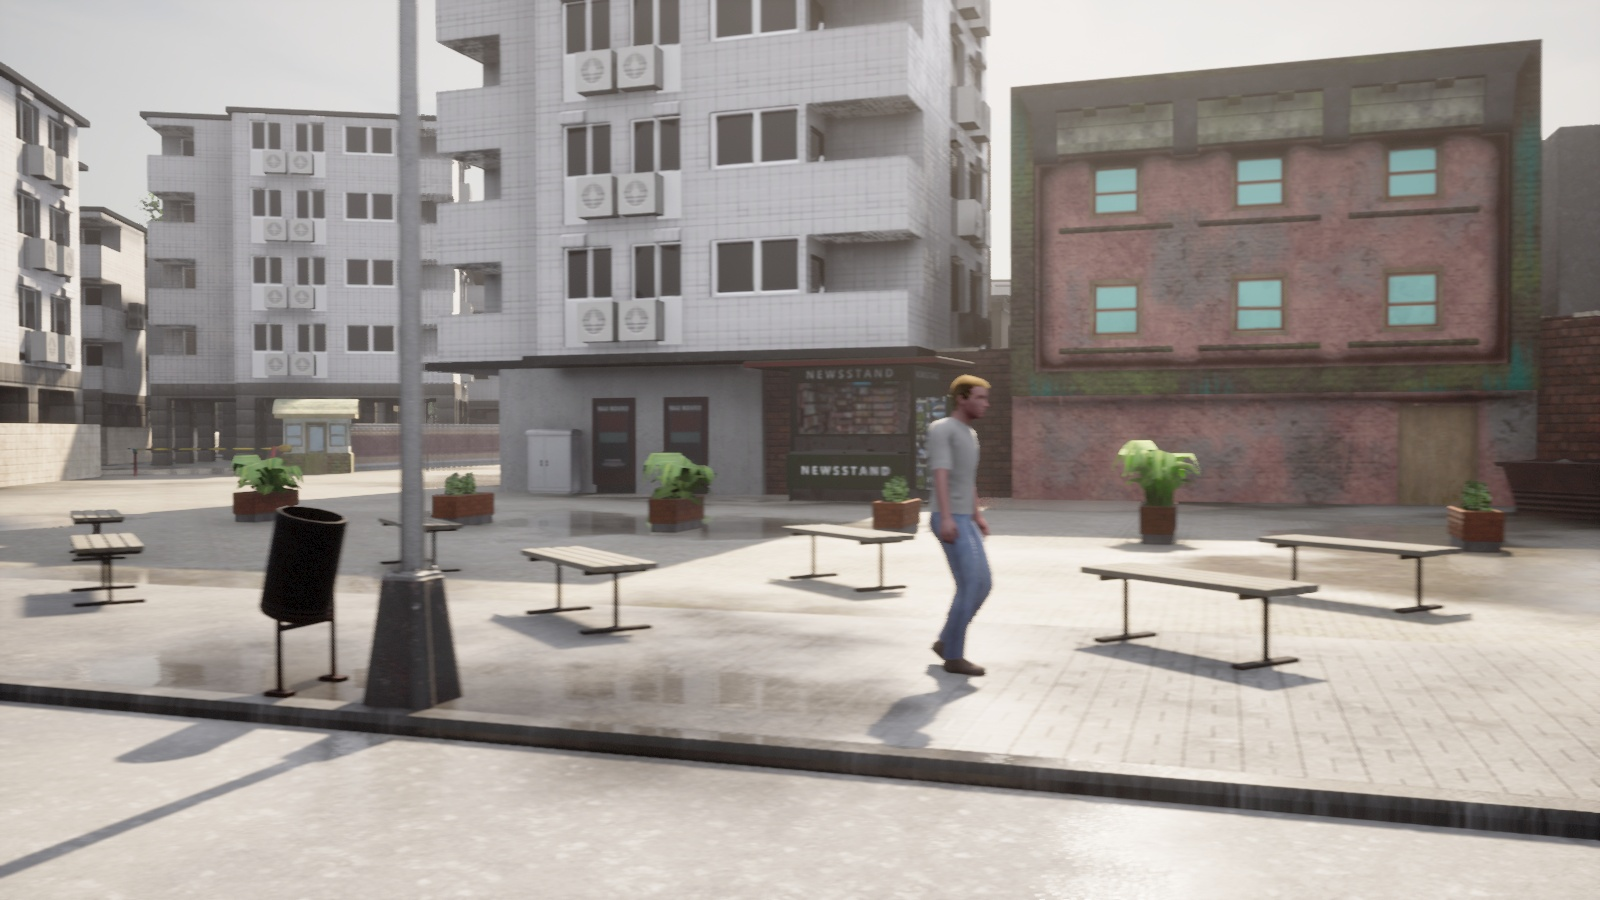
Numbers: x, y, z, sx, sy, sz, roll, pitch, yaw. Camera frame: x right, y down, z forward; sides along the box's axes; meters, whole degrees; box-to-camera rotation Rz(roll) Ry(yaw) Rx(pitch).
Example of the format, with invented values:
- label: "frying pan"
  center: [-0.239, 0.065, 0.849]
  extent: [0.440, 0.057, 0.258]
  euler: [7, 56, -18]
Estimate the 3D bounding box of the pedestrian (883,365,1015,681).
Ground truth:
- label: "pedestrian"
  center: [0.900, 0.418, 7.600]
  extent: [0.706, 1.836, 0.354]
  euler: [1, 1, 25]
